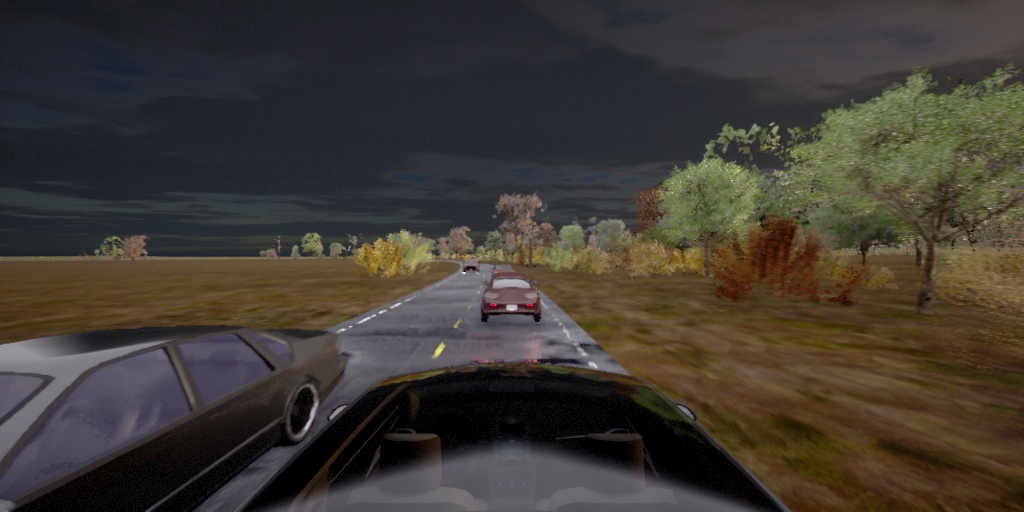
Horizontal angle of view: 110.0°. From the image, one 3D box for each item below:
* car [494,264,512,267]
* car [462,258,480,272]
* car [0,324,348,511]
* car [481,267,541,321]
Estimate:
[{"bbox_3d":[-0.784,1.351,30.080,1.895,1.301,4.718,0,0,-3],"label":"car"},{"bbox_3d":[-5.122,1.111,45.265,2.097,1.767,4.553,0,0,-5],"label":"car"},{"bbox_3d":[-3.115,1.299,2.506,2.033,1.411,5.357,0,0,0],"label":"car"},{"bbox_3d":[-0.062,1.273,12.328,1.812,1.442,4.674,0,0,-1],"label":"car"}]
